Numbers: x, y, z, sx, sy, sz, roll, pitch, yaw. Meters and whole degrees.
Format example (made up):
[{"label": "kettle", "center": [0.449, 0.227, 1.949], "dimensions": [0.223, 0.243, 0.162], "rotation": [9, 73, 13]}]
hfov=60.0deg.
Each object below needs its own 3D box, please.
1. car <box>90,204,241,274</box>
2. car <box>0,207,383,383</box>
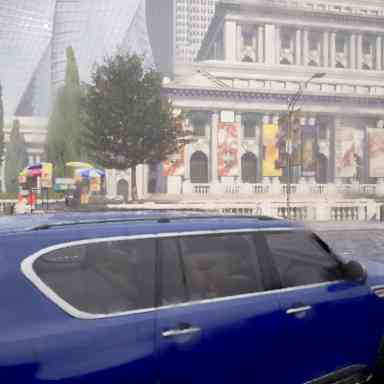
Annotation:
[{"label": "car", "center": [-0.876, 1.352, 11.028], "dimensions": [4.553, 1.767, 2.097], "rotation": [0, 0, -25]}, {"label": "car", "center": [0.311, 1.219, 3.716], "dimensions": [5.566, 2.045, 2.150], "rotation": [0, 0, -30]}]
